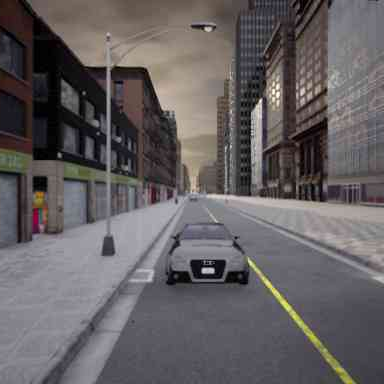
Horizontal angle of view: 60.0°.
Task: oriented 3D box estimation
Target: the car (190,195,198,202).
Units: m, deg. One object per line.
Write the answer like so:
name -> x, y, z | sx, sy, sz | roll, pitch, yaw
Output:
car -> 0.397, 1.512, 78.954 | 1.882, 1.535, 5.008 | 0, 0, 0

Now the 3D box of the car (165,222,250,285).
car -> 0.365, 1.565, 9.370 | 1.994, 1.385, 4.181 | 0, 0, 0
